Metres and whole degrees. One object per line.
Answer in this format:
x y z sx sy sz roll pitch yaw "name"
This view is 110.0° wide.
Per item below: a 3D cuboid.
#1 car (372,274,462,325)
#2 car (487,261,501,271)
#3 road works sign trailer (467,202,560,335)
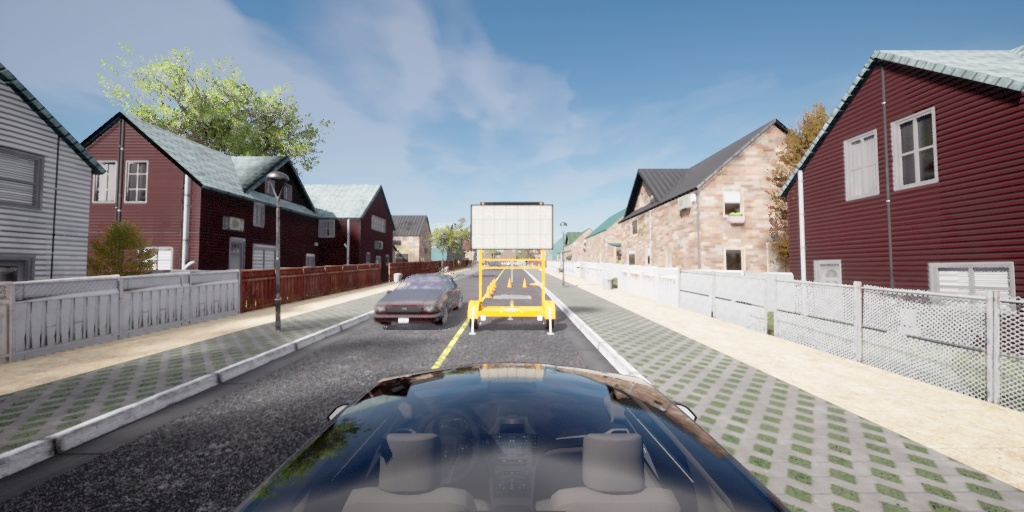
-2.843 1.313 12.068 2.033 1.411 5.357 0 0 0 "car"
-2.808 1.518 56.153 1.837 1.490 4.892 0 0 0 "car"
0.002 0.226 10.564 2.380 3.560 2.880 0 0 1 "road works sign trailer"
